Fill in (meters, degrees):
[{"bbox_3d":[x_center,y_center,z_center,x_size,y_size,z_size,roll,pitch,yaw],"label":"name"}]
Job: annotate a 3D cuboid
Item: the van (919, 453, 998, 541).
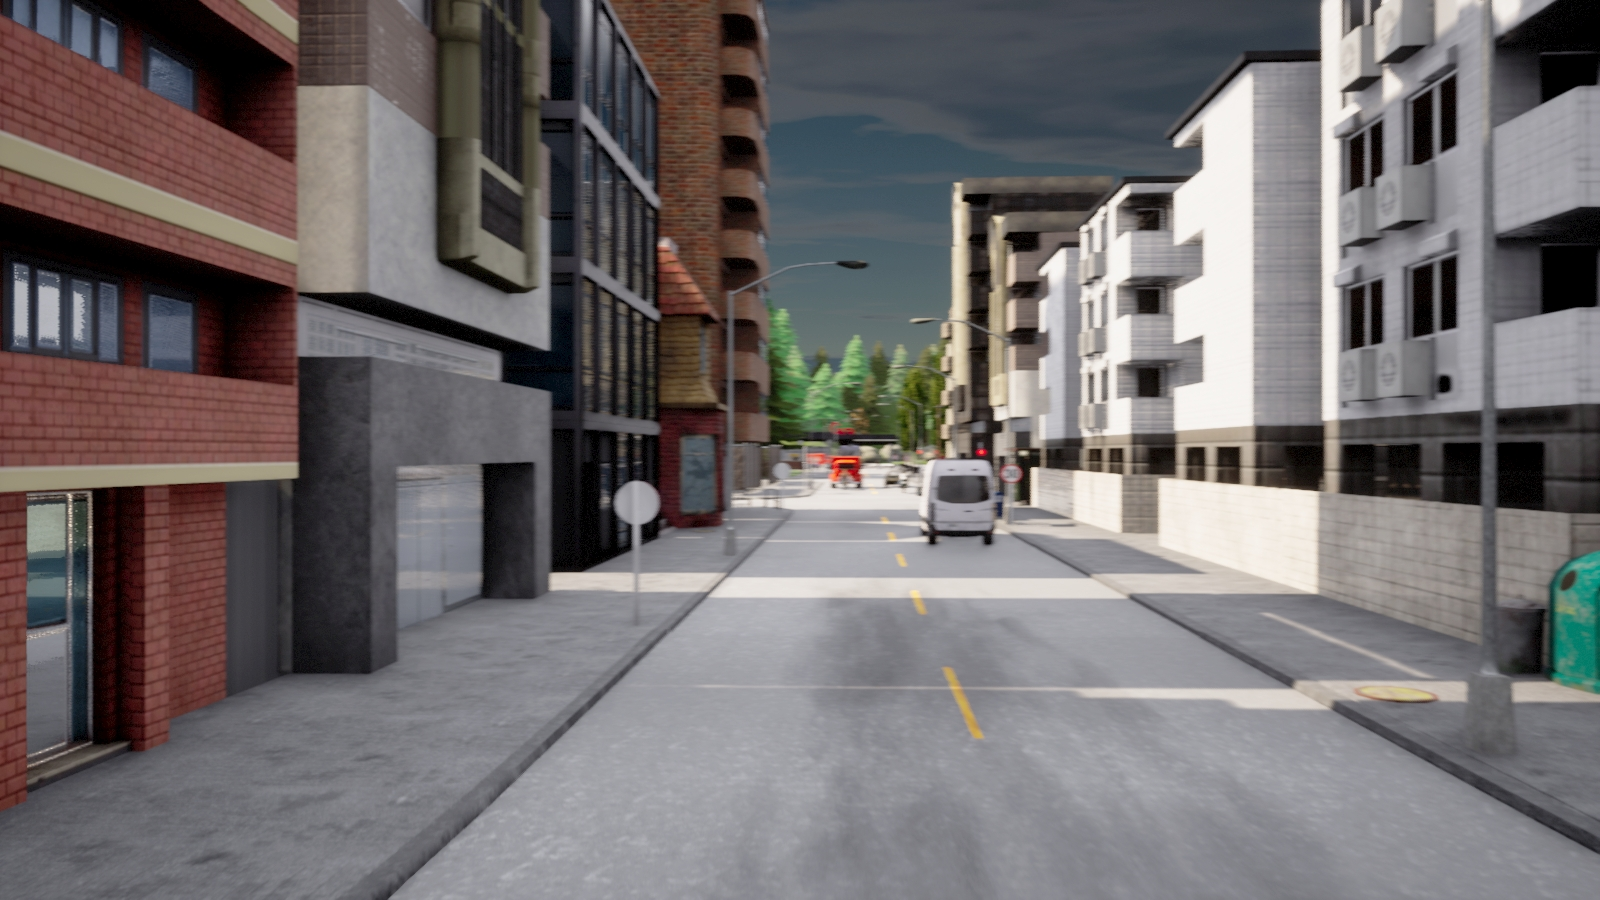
[{"bbox_3d":[4.926,1.371,36.344,1.988,2.561,5.915,0,0,3],"label":"van"}]
